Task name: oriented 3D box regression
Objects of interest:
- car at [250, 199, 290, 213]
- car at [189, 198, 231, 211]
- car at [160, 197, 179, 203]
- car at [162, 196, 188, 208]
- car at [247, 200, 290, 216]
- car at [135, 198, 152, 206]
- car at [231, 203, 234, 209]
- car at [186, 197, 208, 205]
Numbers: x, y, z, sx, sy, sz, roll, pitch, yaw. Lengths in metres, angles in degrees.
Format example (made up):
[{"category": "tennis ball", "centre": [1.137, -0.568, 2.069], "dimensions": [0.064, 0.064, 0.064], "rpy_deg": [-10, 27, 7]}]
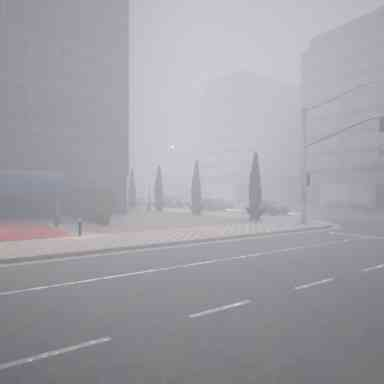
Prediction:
[{"category": "car", "centre": [8.731, 1.591, 37.671], "dimensions": [1.994, 1.385, 4.181], "rpy_deg": [0, 0, -35]}, {"category": "car", "centre": [2.142, 1.529, 40.992], "dimensions": [1.837, 1.490, 4.892], "rpy_deg": [0, 0, -35]}, {"category": "car", "centre": [-4.738, 1.634, 69.583], "dimensions": [1.895, 1.301, 4.718], "rpy_deg": [0, 0, -34]}, {"category": "car", "centre": [-3.031, 1.376, 48.415], "dimensions": [2.097, 1.767, 4.553], "rpy_deg": [0, 0, -35]}, {"category": "car", "centre": [7.548, 1.549, 33.251], "dimensions": [1.812, 1.442, 4.674], "rpy_deg": [0, 0, -37]}, {"category": "car", "centre": [-8.604, 1.624, 56.450], "dimensions": [1.895, 1.301, 4.718], "rpy_deg": [0, 0, -35]}, {"category": "car", "centre": [3.766, 1.591, 44.783], "dimensions": [1.994, 1.385, 4.181], "rpy_deg": [0, 0, -35]}, {"category": "car", "centre": [0.920, 1.598, 61.418], "dimensions": [1.994, 1.385, 4.181], "rpy_deg": [0, 0, -34]}]
